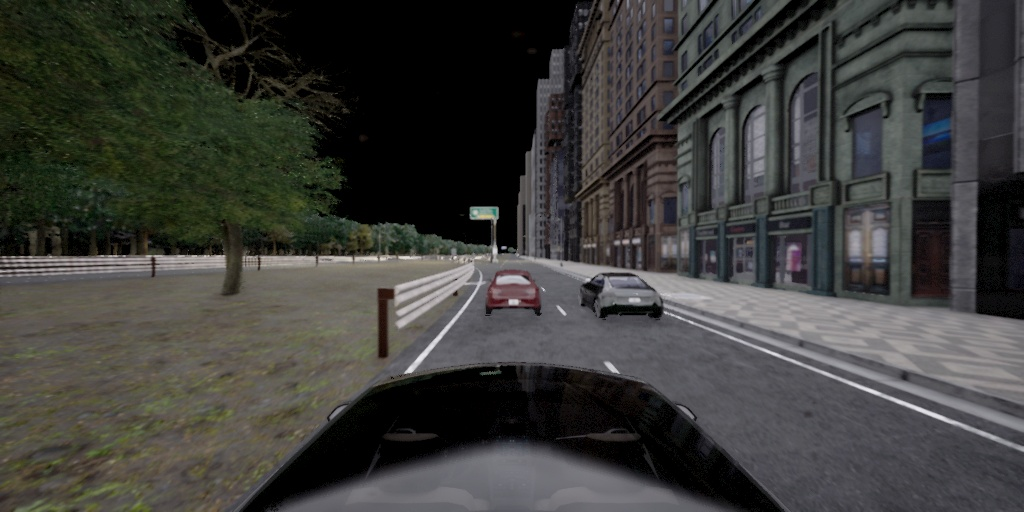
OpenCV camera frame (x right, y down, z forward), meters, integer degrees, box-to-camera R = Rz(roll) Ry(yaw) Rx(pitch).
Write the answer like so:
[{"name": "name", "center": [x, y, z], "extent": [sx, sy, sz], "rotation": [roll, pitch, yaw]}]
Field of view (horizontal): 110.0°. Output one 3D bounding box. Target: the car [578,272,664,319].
[{"name": "car", "center": [3.588, 1.249, 12.482], "extent": [1.994, 1.385, 4.181], "rotation": [0, 0, 0]}]

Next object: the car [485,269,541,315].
[{"name": "car", "center": [0.016, 1.207, 13.082], "extent": [1.812, 1.442, 4.674], "rotation": [0, 0, -1]}]
